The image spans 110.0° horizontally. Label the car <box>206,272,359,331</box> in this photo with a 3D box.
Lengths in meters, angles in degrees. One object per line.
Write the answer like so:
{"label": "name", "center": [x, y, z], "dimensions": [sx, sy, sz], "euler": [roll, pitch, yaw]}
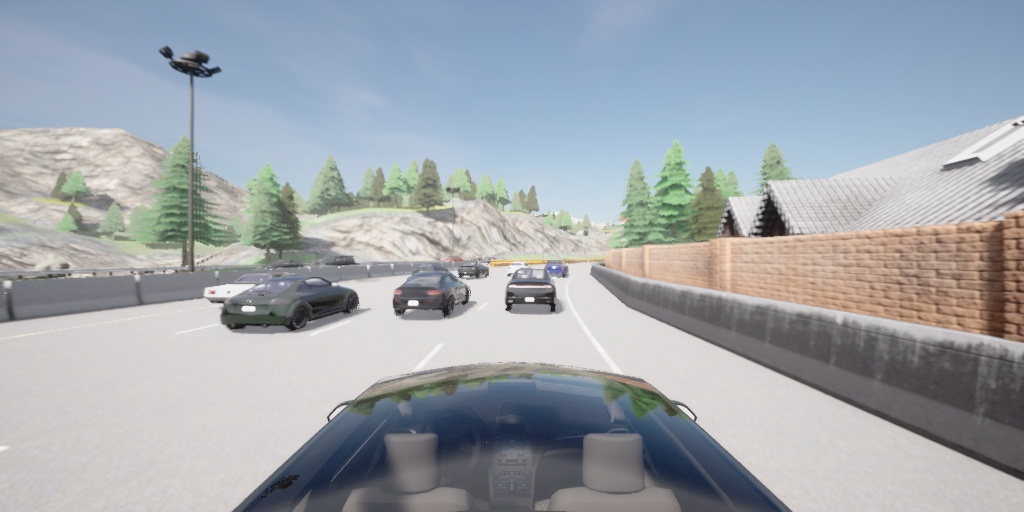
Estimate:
{"label": "car", "center": [-6.473, 1.295, 10.995], "dimensions": [1.994, 1.385, 4.181], "euler": [0, 0, 4]}

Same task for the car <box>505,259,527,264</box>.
{"label": "car", "center": [0.772, 1.278, 35.419], "dimensions": [1.812, 1.442, 4.674], "euler": [0, 0, 13]}

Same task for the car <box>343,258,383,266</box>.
{"label": "car", "center": [-16.151, 1.251, 40.707], "dimensions": [2.033, 1.411, 5.357], "euler": [0, 0, 14]}

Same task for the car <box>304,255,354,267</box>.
{"label": "car", "center": [-19.876, 0.914, 40.142], "dimensions": [2.150, 2.045, 5.566], "euler": [0, 0, 14]}

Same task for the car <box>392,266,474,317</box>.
{"label": "car", "center": [-2.815, 1.268, 13.164], "dimensions": [1.812, 1.442, 4.674], "euler": [0, 0, 5]}

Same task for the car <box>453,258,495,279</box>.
{"label": "car", "center": [-3.419, 1.232, 32.692], "dimensions": [2.128, 1.511, 4.902], "euler": [0, 0, 12]}

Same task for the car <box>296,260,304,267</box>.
{"label": "car", "center": [-22.747, 1.175, 42.965], "dimensions": [2.128, 1.511, 4.902], "euler": [0, 0, 14]}

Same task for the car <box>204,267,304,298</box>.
{"label": "car", "center": [-9.713, 1.323, 14.840], "dimensions": [1.895, 1.301, 4.718], "euler": [0, 0, 5]}

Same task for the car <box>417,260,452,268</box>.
{"label": "car", "center": [-7.161, 1.293, 31.876], "dimensions": [1.994, 1.385, 4.181], "euler": [0, 0, 11]}

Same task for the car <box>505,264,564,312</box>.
{"label": "car", "center": [0.812, 1.244, 14.409], "dimensions": [2.128, 1.511, 4.902], "euler": [0, 0, 5]}

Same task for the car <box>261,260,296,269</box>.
{"label": "car", "center": [-26.635, 1.177, 41.843], "dimensions": [1.837, 1.490, 4.892], "euler": [0, 0, 14]}

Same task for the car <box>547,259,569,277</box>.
{"label": "car", "center": [4.429, 1.115, 35.538], "dimensions": [2.097, 1.767, 4.553], "euler": [0, 0, 14]}
